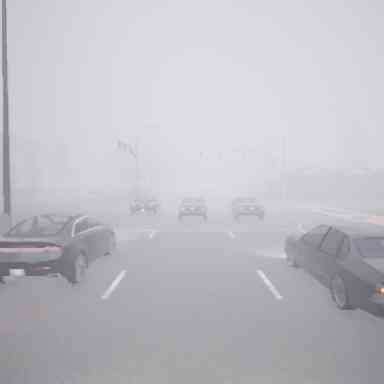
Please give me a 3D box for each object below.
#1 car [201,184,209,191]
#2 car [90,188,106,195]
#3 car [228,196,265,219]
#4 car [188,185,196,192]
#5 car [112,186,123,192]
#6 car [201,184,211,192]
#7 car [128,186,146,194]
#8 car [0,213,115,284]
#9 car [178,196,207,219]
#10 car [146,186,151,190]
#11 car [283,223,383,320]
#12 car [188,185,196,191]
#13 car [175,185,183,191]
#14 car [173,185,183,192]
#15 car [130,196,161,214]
[{"bbox_3d":[3.459,-1.311,89.884,2.097,1.767,4.553,0,2,0],"label":"car"},{"bbox_3d":[-17.539,-0.140,62.057,1.895,1.301,4.718,0,2,0],"label":"car"},{"bbox_3d":[3.555,0.970,22.307,2.033,1.411,5.357,0,2,0],"label":"car"},{"bbox_3d":[-0.037,-0.678,79.953,1.895,1.301,4.718,0,2,0],"label":"car"},{"bbox_3d":[-17.536,-0.729,78.264,1.837,1.490,4.892,0,2,0],"label":"car"},{"bbox_3d":[3.463,-0.711,79.889,1.994,1.385,4.181,0,2,0],"label":"car"},{"bbox_3d":[-10.541,-0.197,62.170,2.033,1.411,5.357,0,2,0],"label":"car"},{"bbox_3d":[-3.431,1.298,8.967,2.128,1.511,4.902,0,2,0],"label":"car"},{"bbox_3d":[0.056,0.970,22.299,2.033,1.411,5.357,0,2,0],"label":"car"},{"bbox_3d":[-10.536,-0.697,78.491,2.033,1.411,5.357,0,2,0],"label":"car"},{"bbox_3d":[3.565,1.400,7.354,2.033,1.411,5.357,0,2,0],"label":"car"},{"bbox_3d":[-0.041,-1.127,89.918,2.033,1.411,5.357,0,2,0],"label":"car"},{"bbox_3d":[-3.541,-1.189,89.914,1.882,1.535,5.008,0,2,0],"label":"car"},{"bbox_3d":[-3.536,-0.788,79.502,1.882,1.535,5.008,0,2,0],"label":"car"},{"bbox_3d":[-3.428,0.929,25.525,1.895,1.301,4.718,0,2,0],"label":"car"}]
